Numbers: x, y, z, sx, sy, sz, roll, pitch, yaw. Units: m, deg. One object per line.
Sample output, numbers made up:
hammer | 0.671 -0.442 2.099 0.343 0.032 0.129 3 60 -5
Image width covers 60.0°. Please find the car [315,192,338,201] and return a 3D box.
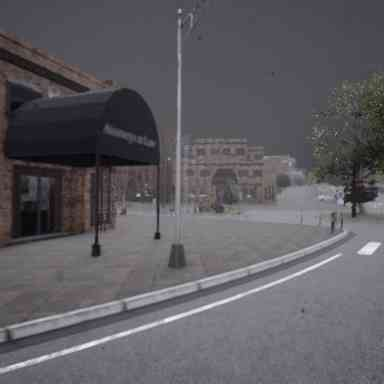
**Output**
car | 30.871 1.322 76.062 4.674 1.452 2.002 -2 3 0

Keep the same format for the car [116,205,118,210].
car | -11.049 1.564 39.281 4.674 1.442 1.812 1 -1 18

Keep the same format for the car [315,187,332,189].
car | 34.987 0.398 87.091 4.553 1.767 2.185 -2 4 1

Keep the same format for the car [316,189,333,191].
car | 32.939 0.777 81.571 4.553 1.767 2.185 -2 4 0

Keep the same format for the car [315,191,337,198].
car | 33.907 0.744 84.342 4.792 1.488 2.163 -2 4 1
